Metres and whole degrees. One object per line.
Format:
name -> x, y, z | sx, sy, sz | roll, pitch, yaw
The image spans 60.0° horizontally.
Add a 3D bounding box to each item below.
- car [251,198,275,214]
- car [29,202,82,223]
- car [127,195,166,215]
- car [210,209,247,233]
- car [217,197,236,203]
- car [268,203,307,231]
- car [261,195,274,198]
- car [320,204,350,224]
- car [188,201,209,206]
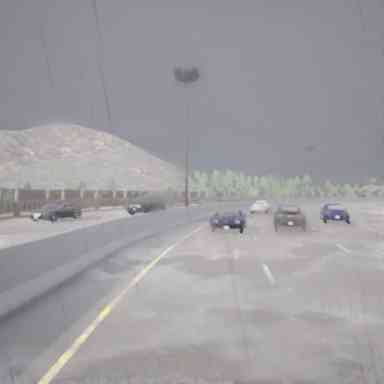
car -> 7.892, 1.674, 37.409 | 1.812, 1.442, 4.674 | 0, 0, 23
car -> -10.711, 1.558, 26.504 | 2.128, 1.511, 4.902 | 0, 0, 14
car -> -4.633, 1.333, 34.734 | 2.150, 2.045, 5.566 | 0, -1, 20
car -> 2.379, 1.678, 20.551 | 1.895, 1.301, 4.718 | 0, 0, 12
car -> 6.581, 1.713, 63.605 | 1.882, 1.535, 5.008 | 0, 0, 36
car -> 6.161, 1.580, 21.256 | 2.128, 1.511, 4.902 | 0, 0, 13
car -> 15.674, 1.493, 69.358 | 1.837, 1.490, 4.892 | 0, 0, 40
car -> 11.105, 1.643, 26.048 | 1.812, 1.442, 4.674 | 0, 0, 17
car -> 0.877, 1.739, 39.306 | 1.895, 1.301, 4.718 | 0, 0, 23
